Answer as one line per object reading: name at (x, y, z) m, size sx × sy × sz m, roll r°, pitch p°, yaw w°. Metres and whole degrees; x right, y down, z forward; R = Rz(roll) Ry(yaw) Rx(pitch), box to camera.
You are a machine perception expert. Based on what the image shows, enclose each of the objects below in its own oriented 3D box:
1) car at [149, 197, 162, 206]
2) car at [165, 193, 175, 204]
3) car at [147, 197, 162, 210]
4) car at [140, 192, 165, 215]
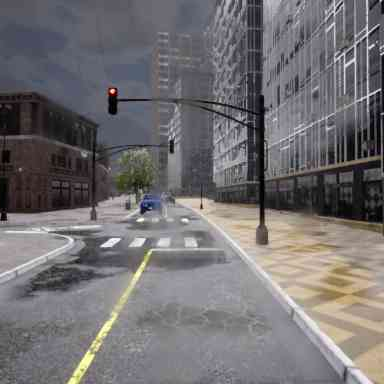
car at (-6.053, 1.556, 54.967) m, size 1.994 × 1.385 × 4.181 m, roll 0°, pitch 0°, yaw -7°
car at (-4.306, 1.498, 64.333) m, size 1.837 × 1.490 × 4.892 m, roll 0°, pitch 0°, yaw -8°
car at (-5.021, 1.472, 44.935) m, size 1.882 × 1.535 × 5.008 m, roll 0°, pitch 0°, yaw -6°
car at (-4.191, 1.218, 34.934) m, size 2.150 × 2.045 × 5.566 m, roll 0°, pitch 0°, yaw -4°
